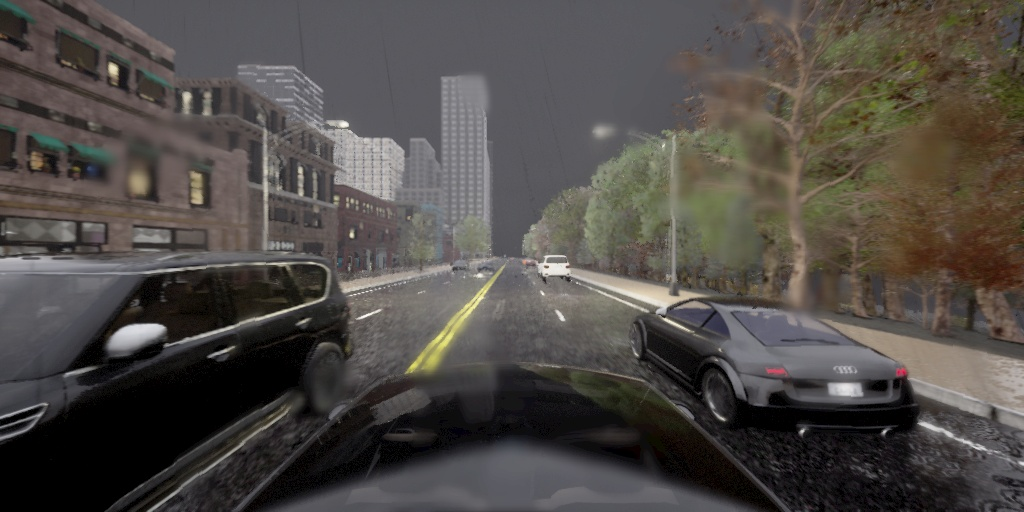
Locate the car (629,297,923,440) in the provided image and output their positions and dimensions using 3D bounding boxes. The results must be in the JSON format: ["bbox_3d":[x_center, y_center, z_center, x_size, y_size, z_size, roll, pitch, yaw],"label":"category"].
[{"bbox_3d":[3.352,1.314,5.602,1.994,1.385,4.181,0,0,0],"label":"car"}]

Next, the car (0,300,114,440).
[{"bbox_3d":[-6.597,1.314,2.950,1.994,1.385,4.181,0,0,0],"label":"car"}]

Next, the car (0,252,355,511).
[{"bbox_3d":[-3.348,0.971,2.970,2.150,2.045,5.566,0,0,0],"label":"car"}]

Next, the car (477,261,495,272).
[{"bbox_3d":[-3.294,1.309,46.296,1.994,1.385,4.181,0,0,0],"label":"car"}]

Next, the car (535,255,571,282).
[{"bbox_3d":[3.361,0.970,29.128,2.150,2.045,5.566,0,0,0],"label":"car"}]

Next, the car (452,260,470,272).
[{"bbox_3d":[-6.541,1.249,46.322,1.837,1.490,4.892,0,0,0],"label":"car"}]

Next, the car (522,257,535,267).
[{"bbox_3d":[3.271,1.338,64.050,1.895,1.301,4.718,0,0,0],"label":"car"}]
